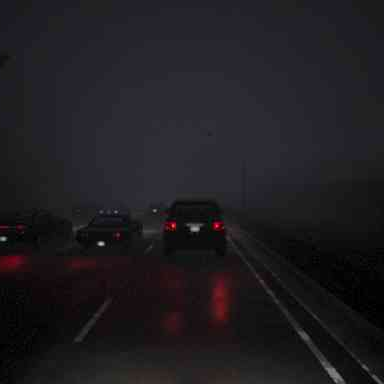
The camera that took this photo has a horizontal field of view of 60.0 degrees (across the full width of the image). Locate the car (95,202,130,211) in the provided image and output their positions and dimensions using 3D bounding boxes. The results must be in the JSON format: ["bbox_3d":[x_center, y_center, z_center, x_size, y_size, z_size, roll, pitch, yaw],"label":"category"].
[{"bbox_3d":[-6.840,1.680,29.681,1.895,1.301,4.718,0,0,0],"label":"car"}]

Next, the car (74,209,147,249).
[{"bbox_3d":[-3.383,1.640,14.663,1.895,1.301,4.718,0,0,0],"label":"car"}]

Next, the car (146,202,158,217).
[{"bbox_3d":[-3.331,1.648,31.934,1.994,1.385,4.181,0,0,0],"label":"car"}]

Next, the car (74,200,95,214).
[{"bbox_3d":[-10.325,1.565,32.907,1.882,1.535,5.008,0,0,0],"label":"car"}]

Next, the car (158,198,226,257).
[{"bbox_3d":[0.107,1.259,13.260,2.150,2.045,5.566,0,0,0],"label":"car"}]

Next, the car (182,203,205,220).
[{"bbox_3d":[0.160,1.679,29.652,1.895,1.301,4.718,0,0,0],"label":"car"}]

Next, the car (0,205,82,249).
[{"bbox_3d":[-6.884,1.527,14.633,2.128,1.511,4.902,0,-1,0],"label":"car"}]
